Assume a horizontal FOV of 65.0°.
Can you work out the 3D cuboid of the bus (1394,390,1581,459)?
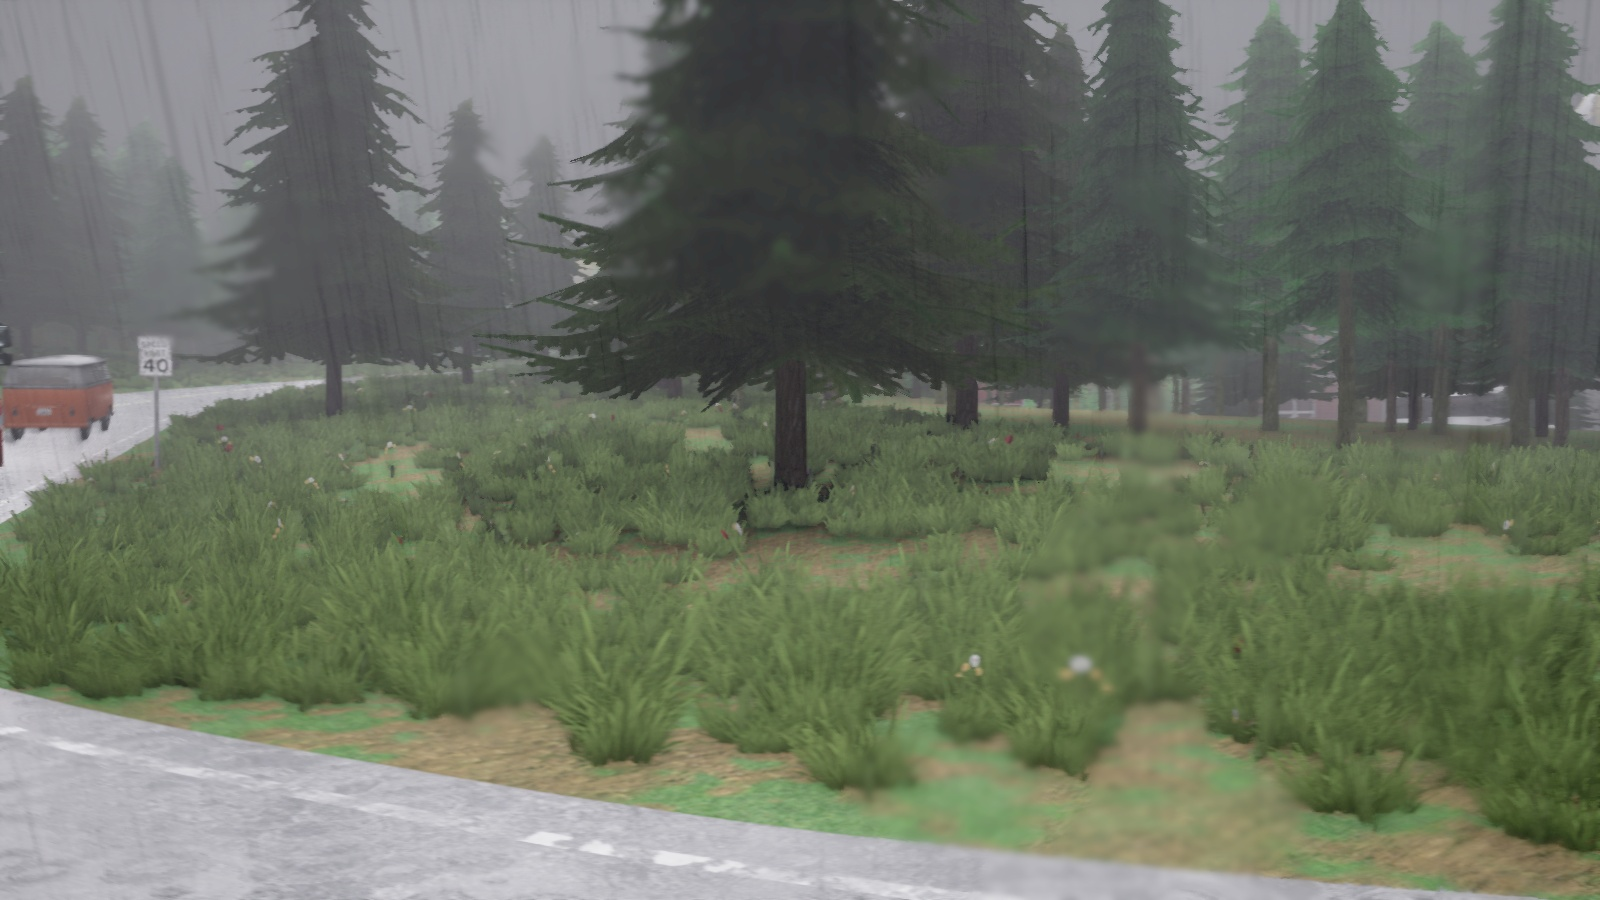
[{"bbox_3d":[45.025,-1.648,82.706,3.944,4.253,10.273,0,1,-28],"label":"bus"}]

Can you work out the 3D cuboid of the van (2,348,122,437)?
[{"bbox_3d":[-18.655,-1.529,31.945,1.775,1.987,4.442,0,6,-19],"label":"van"}]

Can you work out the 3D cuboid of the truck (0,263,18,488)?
[{"bbox_3d":[-13.914,-0.963,18.118,2.891,3.827,8.468,0,6,-21],"label":"truck"}]
